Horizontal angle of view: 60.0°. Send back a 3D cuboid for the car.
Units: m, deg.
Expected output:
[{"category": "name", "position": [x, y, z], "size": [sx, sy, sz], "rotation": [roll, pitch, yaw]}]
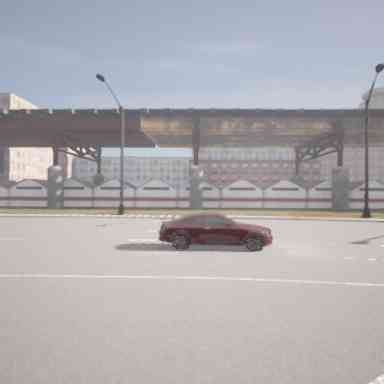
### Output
[{"category": "car", "position": [0.933, 1.583, 13.744], "size": [4.674, 1.442, 1.812], "rotation": [0, 0, 5]}]
